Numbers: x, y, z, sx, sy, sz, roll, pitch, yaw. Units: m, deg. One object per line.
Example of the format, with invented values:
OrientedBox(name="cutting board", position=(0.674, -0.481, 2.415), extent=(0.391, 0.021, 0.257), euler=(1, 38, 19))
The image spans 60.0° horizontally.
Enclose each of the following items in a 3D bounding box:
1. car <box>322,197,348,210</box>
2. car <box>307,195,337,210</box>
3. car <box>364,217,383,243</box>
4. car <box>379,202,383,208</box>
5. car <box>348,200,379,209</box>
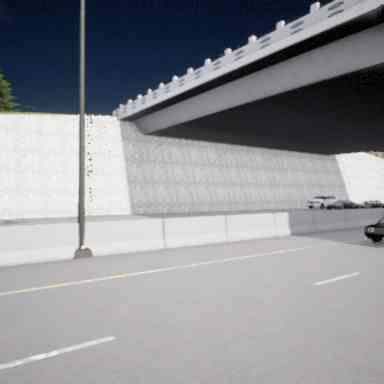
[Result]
OrientedBox(name="car", position=(20.045, 1.737, 44.114), extent=(5.357, 1.411, 2.033), euler=(0, 0, -35))
OrientedBox(name="car", position=(18.761, 1.419, 47.489), extent=(5.566, 2.045, 2.150), euler=(1, -1, -35))
OrientedBox(name="car", position=(9.901, 1.676, 15.125), extent=(4.718, 1.301, 1.895), euler=(0, 0, -36))
OrientedBox(name="car", position=(24.571, 1.415, 38.748), extent=(5.566, 2.045, 2.150), euler=(1, 0, -35))
OrientedBox(name="car", position=(22.097, 1.737, 41.281), extent=(5.357, 1.411, 2.033), euler=(0, 0, -35))
